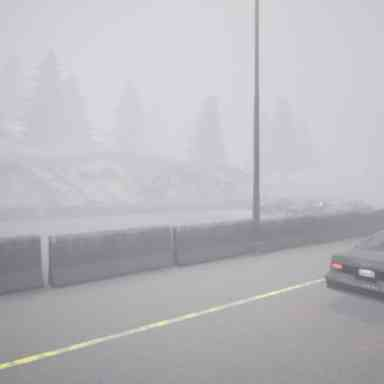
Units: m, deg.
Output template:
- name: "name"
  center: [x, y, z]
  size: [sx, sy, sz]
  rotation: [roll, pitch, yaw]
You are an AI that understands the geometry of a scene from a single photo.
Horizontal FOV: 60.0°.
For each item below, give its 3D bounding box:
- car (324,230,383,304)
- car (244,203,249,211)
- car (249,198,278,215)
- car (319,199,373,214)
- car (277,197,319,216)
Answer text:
- name: "car"
  center: [5.199, 1.499, 7.469]
  size: [5.357, 1.411, 2.033]
  rotation: [0, 0, -35]
- name: "car"
  center: [7.477, 1.333, 35.145]
  size: [4.181, 1.385, 1.994]
  rotation: [-1, 1, -36]
- name: "car"
  center: [8.033, 1.270, 31.244]
  size: [5.008, 1.535, 1.882]
  rotation: [-1, 0, -36]
- name: "car"
  center: [12.143, 1.314, 25.578]
  size: [4.674, 1.442, 1.812]
  rotation: [-1, 1, -36]
- name: "car"
  center: [10.101, 1.338, 28.422]
  size: [5.357, 1.411, 2.033]
  rotation: [-1, 0, -36]
